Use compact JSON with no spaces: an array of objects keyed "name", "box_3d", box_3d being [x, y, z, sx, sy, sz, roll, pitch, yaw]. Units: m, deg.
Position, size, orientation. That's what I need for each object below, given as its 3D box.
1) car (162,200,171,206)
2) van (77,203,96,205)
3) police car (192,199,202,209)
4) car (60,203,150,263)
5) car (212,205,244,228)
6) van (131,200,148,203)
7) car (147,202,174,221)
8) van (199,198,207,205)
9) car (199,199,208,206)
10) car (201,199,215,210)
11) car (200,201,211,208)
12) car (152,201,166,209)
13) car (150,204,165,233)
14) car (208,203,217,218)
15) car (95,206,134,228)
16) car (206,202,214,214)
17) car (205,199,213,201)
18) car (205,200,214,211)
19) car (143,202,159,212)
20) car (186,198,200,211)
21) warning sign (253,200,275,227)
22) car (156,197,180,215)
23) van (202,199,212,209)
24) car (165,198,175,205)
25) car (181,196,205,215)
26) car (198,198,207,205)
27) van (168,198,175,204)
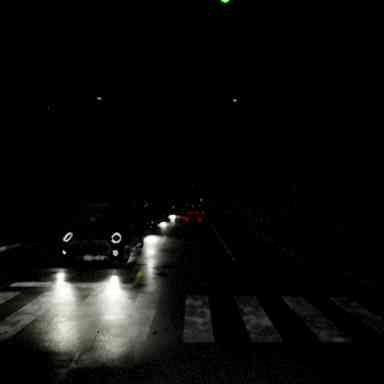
[{"name":"car","box_3d":[-5.720,2.438,74.697,1.752,1.417,4.829,1,-1,0]},{"name":"van","box_3d":[-5.756,1.530,19.624,1.690,1.788,3.998,1,-1,0]},{"name":"police car","box_3d":[0.946,2.284,63.850,1.930,1.638,5.238,1,-1,0]},{"name":"car","box_3d":[-3.143,1.486,12.573,2.097,1.767,4.553,1,-1,2]},{"name":"car","box_3d":[2.800,1.919,25.122,1.887,1.381,4.507,1,-1,0]},{"name":"van","box_3d":[-5.745,1.746,36.197,1.690,1.788,3.998,1,-1,0]},{"name":"car","box_3d":[-3.071,1.926,31.476,2.033,1.411,5.357,1,-1,0]},{"name":"van","box_3d":[2.821,2.516,85.898,1.690,1.788,3.998,1,-1,0]},{"name":"car","box_3d":[2.818,2.542,80.373,1.967,1.590,4.097,1,-1,0]},{"name":"car","box_3d":[2.812,2.125,58.274,2.192,1.841,5.009,1,-1,0]},{"name":"car","box_3d":[2.814,2.506,69.321,2.008,1.369,4.403,1,-1,0]},{"name":"car","box_3d":[-5.731,2.247,58.293,2.008,1.369,4.403,1,-1,0]},{"name":"car","box_3d":[-3.078,1.756,21.686,1.837,1.490,4.892,1,-1,0]},{"name":"car","box_3d":[2.802,1.991,30.647,1.887,1.381,4.507,1,-1,0]},{"name":"car","box_3d":[-5.754,1.805,25.146,1.887,1.381,4.507,1,-1,0]},{"name":"car","box_3d":[2.803,2.064,36.172,1.887,1.381,4.507,1,-1,0]},{"name":"car","box_3d":[2.808,2.282,52.747,1.887,1.381,4.507,1,-1,0]},{"name":"car","box_3d":[2.805,2.119,41.867,1.752,1.417,4.829,1,-1,0]},{"name":"car","box_3d":[-5.739,2.132,47.243,1.802,1.307,4.206,1,-1,0]},{"name":"car","box_3d":[0.131,1.927,53.049,2.150,2.045,5.566,1,-1,0]},{"name":"warning sign","box_3d":[5.099,1.503,23.740,1.300,1.860,1.060,1,-1,0]},{"name":"car","box_3d":[-3.023,1.867,41.776,2.097,1.767,4.553,1,-1,0]},{"name":"van","box_3d":[2.814,2.224,63.799,1.690,1.788,3.998,1,-1,0]},{"name":"car","box_3d":[-5.710,2.376,85.918,2.192,1.841,5.009,1,-1,0]},{"name":"car","box_3d":[0.131,1.767,41.120,2.150,2.045,5.566,1,-1,1]},{"name":"car","box_3d":[2.822,2.563,91.424,2.192,1.841,5.009,1,-1,0]},{"name":"van","box_3d":[-5.707,2.475,91.442,1.690,1.788,3.998,1,-1,0]}]
